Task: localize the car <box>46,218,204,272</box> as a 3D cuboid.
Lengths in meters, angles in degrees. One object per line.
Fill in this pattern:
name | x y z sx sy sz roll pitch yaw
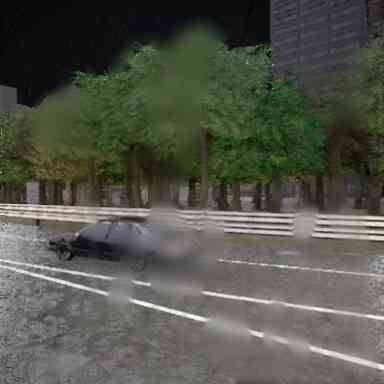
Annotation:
car | -2.299 1.561 10.834 5.357 1.411 2.033 0 0 29
